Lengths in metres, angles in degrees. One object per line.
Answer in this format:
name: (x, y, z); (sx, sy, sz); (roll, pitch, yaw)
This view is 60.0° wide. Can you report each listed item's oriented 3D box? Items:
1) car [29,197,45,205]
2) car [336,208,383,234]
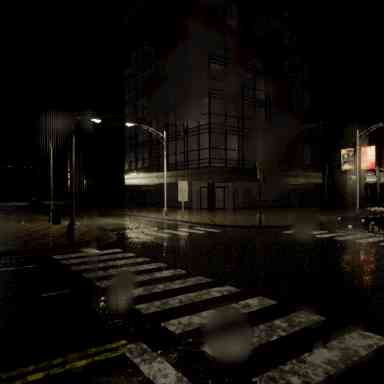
car: (-28.699, 1.691, 61.445); (2.033, 1.411, 5.357); (0, 0, -36)
car: (10.672, 1.605, 19.521); (4.718, 1.301, 1.895); (0, 0, -30)
